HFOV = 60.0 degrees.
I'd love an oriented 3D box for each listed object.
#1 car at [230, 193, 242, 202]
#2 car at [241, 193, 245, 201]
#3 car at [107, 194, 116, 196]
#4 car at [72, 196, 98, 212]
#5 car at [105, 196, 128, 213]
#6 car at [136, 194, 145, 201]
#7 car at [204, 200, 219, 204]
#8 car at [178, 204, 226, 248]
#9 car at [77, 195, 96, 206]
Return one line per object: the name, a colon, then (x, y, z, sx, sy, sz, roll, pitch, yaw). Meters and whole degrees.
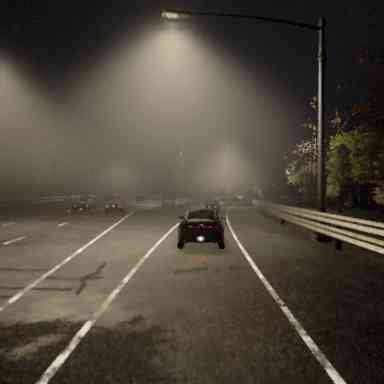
car: (10.325, 1.682, 80.493, 1.882, 1.535, 5.008, 0, 0, 15)
car: (13.119, 1.325, 90.477, 2.150, 2.045, 5.566, 0, 0, 17)
car: (-18.903, 1.177, 77.773, 1.882, 1.535, 5.008, 0, 0, -5)
car: (-11.502, 1.444, 36.103, 1.895, 1.301, 4.718, 0, 0, -5)
car: (-7.877, 1.417, 34.883, 2.033, 1.411, 5.357, 0, 0, -5)
car: (-11.662, 1.277, 75.425, 2.128, 1.511, 4.902, 0, 0, -5)
car: (2.181, 1.595, 37.339, 2.033, 1.411, 5.357, 0, 0, 8)
car: (0.431, 1.485, 14.724, 1.837, 1.490, 4.892, 0, 0, 3)
car: (-16.453, 1.301, 51.927, 1.812, 1.442, 4.674, 0, 0, -5)
